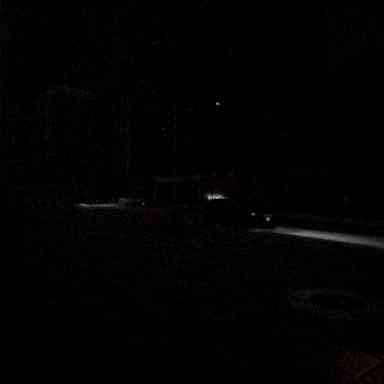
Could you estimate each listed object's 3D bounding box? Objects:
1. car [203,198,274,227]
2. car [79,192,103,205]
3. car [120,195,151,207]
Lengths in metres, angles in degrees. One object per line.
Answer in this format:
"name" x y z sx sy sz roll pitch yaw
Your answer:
"car" 2.647 1.143 19.698 2.128 1.511 4.902 0 1 -35
"car" -12.706 0.757 41.489 1.837 1.490 4.892 0 0 -35
"car" -6.531 0.939 37.773 1.895 1.301 4.718 0 1 -35
